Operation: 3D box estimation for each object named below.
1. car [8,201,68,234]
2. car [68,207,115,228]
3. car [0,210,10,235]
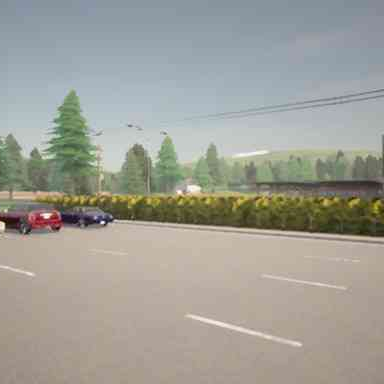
[{"bbox_3d":[-9.731,1.393,19.535,4.553,1.767,2.097,0,0,36],"label":"car"},{"bbox_3d":[-7.418,1.641,22.182,4.718,1.301,1.895,0,0,36],"label":"car"},{"bbox_3d":[-11.192,1.640,16.277,4.718,1.301,1.895,0,0,36],"label":"car"}]
